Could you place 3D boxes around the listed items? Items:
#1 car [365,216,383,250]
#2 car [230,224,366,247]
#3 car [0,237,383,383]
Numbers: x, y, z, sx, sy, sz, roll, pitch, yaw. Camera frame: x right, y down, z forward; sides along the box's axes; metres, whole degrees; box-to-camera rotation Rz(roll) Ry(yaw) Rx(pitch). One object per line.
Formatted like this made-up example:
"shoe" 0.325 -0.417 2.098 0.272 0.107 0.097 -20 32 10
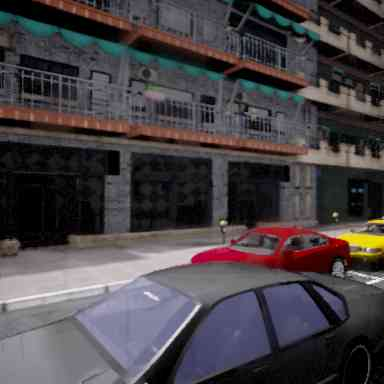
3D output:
"car" 6.477 1.524 11.156 4.829 1.417 1.752 0 1 -35
"car" 2.003 1.541 7.971 4.507 1.381 1.887 0 1 -35
"car" 0.163 1.545 3.492 5.357 1.411 2.033 0 0 -35
